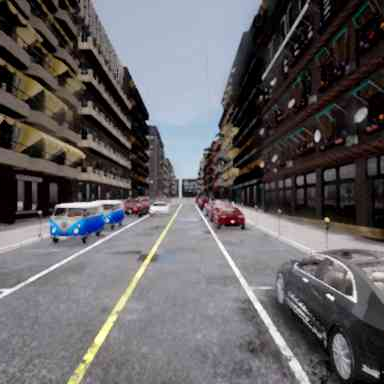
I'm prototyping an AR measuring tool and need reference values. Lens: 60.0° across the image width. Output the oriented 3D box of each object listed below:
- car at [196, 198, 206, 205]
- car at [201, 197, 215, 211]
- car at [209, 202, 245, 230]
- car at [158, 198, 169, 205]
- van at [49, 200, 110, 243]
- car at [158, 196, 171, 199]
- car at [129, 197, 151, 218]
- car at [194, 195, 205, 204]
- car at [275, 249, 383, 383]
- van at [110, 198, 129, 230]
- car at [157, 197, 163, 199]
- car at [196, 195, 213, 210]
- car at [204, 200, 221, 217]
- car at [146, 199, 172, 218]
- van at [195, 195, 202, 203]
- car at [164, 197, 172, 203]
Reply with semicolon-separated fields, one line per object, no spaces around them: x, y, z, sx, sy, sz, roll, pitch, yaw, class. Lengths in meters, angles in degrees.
1.836;1.877;65.953;1.802;1.307;4.206;1;0;-1;car
2.242;1.552;32.769;1.967;1.590;4.097;1;0;-1;car
2.353;1.607;21.708;1.887;1.381;4.507;1;0;-1;car
-6.070;1.918;71.454;1.887;1.381;4.507;1;0;-1;car
-5.463;1.422;16.153;1.690;1.788;3.998;1;0;-1;van
-6.005;1.651;65.924;2.192;1.841;5.009;1;0;-1;car
-5.644;1.468;32.744;2.192;1.841;5.009;1;0;-1;car
1.720;1.686;77.017;2.192;1.841;5.009;1;0;-1;car
2.533;1.553;5.117;2.008;1.369;4.403;1;0;-1;car
-5.524;1.445;21.684;1.690;1.788;3.998;1;0;-1;van
-5.829;1.802;49.334;1.947;1.339;4.313;1;0;-1;car
2.082;1.480;43.830;2.192;1.841;5.009;1;0;-1;car
2.292;1.631;27.237;1.887;1.381;4.507;1;0;-1;car
-3.100;1.664;32.598;1.812;1.442;4.674;0;0;-1;car
1.659;1.754;82.548;1.690;1.788;3.998;1;0;-1;van
-6.251;2.079;88.046;1.802;1.307;4.206;1;0;-1;car
